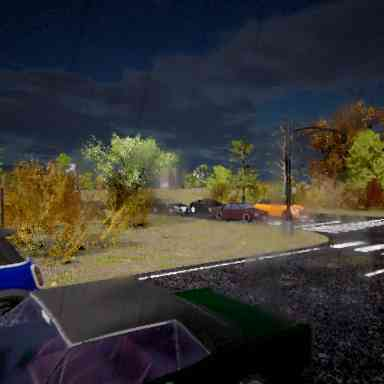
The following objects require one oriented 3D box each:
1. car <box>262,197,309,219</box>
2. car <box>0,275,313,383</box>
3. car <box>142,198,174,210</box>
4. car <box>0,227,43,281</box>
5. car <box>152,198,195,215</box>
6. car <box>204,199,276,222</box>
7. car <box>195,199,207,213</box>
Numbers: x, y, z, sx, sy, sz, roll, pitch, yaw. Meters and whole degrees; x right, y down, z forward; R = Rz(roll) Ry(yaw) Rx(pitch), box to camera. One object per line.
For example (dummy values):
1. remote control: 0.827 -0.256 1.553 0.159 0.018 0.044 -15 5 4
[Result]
1. car: 7.277 1.335 27.419 2.097 1.767 4.553 -1 0 -38
2. car: -1.119 1.600 2.889 4.718 1.301 1.895 0 0 -36
3. car: -4.419 1.488 42.307 1.812 1.442 4.674 -1 0 -38
4. car: -4.455 1.352 4.496 4.553 1.767 2.097 0 0 -36
5. car: -2.293 1.485 34.342 2.128 1.511 4.902 -1 0 -38
6. car: 3.723 1.551 26.683 2.033 1.411 5.357 -1 0 -38
7. car: 1.691 1.478 34.530 1.837 1.490 4.892 -1 0 -38
